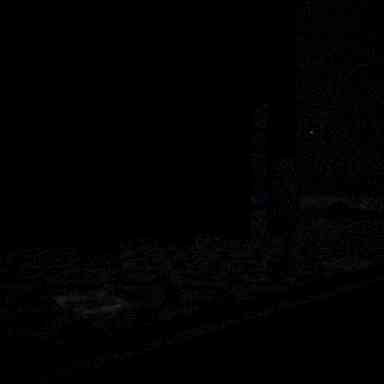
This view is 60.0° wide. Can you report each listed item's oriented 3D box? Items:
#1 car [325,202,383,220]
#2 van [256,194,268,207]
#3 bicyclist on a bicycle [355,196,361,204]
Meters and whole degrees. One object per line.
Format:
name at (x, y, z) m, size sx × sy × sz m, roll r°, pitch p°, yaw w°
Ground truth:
car at (13.074, 1.529, 27.044) m, size 2.008 × 1.369 × 4.403 m, roll 1°, pitch 0°, yaw -35°
van at (10.514, 1.145, 45.320) m, size 1.690 × 1.788 × 3.998 m, roll 1°, pitch 0°, yaw -35°
bicyclist on a bicycle at (19.100, 1.263, 38.374) m, size 1.656 × 1.620 × 0.582 m, roll 0°, pitch 1°, yaw -36°
